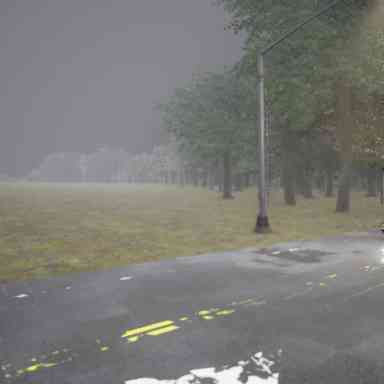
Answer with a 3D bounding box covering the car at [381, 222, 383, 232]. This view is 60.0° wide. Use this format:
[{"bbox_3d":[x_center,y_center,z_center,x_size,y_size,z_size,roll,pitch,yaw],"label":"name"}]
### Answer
[{"bbox_3d":[11.539,1.655,16.762,4.718,1.301,1.895,0,-1,-34],"label":"car"}]
